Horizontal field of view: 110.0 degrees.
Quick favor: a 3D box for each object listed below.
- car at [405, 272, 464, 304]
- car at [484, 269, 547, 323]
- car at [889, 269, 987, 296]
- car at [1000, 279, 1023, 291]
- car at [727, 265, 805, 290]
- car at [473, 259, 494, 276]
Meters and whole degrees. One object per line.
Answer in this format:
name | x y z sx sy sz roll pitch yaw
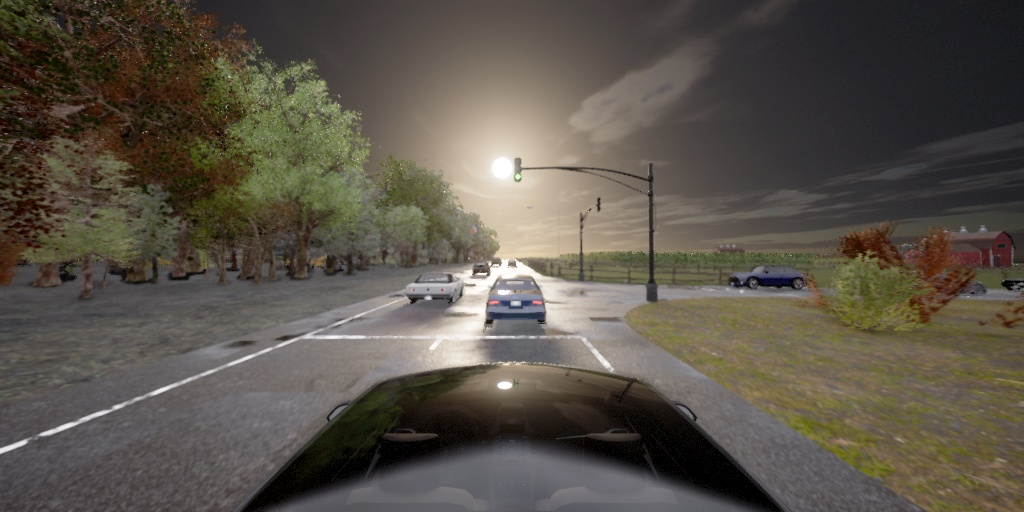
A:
car | -3.395 1.414 16.776 1.895 1.301 4.718 0 0 0
car | 0.103 1.341 12.198 2.033 1.411 5.357 0 0 0
car | 26.065 1.670 21.977 4.181 1.385 1.994 1 -1 0
car | 38.266 1.918 25.610 4.718 1.301 1.895 1 -1 1
car | 18.091 1.449 25.741 4.553 1.767 2.097 1 -1 1
car | -3.389 1.413 40.944 1.837 1.490 4.892 0 0 0
